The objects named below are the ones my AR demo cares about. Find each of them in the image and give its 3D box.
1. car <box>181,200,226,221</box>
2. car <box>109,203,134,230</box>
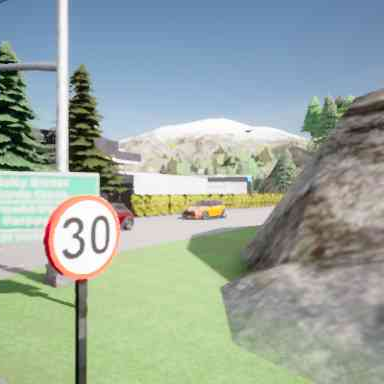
[{"bbox_3d":[1.075,1.462,28.825,2.097,1.767,4.553,0,0,36],"label":"car"},{"bbox_3d":[-5.617,1.460,19.658,2.097,1.767,4.553,0,0,36],"label":"car"}]
